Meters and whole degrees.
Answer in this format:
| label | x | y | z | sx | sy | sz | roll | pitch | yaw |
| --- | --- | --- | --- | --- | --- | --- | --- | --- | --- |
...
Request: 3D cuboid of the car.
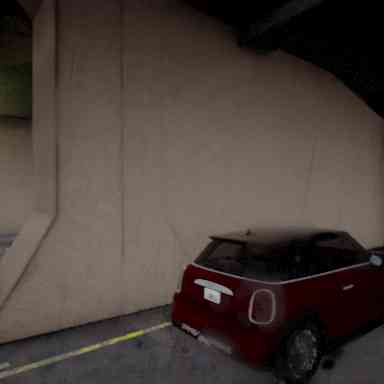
| label | x | y | z | sx | sy | sz | roll | pitch | yaw |
| --- | --- | --- | --- | --- | --- | --- | --- | --- | --- |
| car | 1.941 | 1.366 | 5.644 | 4.553 | 1.767 | 2.097 | 0 | 0 | -38 |
